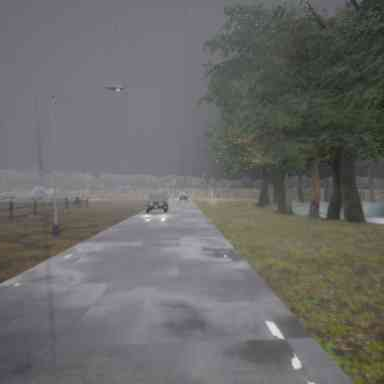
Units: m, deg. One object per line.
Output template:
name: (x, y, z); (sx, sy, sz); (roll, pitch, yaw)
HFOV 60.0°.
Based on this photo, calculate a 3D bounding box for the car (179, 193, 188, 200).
car: (-2.062, 1.048, 80.681); (1.882, 1.535, 5.008); (-1, 0, -1)

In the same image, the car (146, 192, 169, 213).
car: (-3.636, 1.081, 35.576); (2.150, 2.045, 5.566); (-1, 0, -1)

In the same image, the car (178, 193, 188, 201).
car: (-1.788, 1.186, 70.270); (1.837, 1.490, 4.892); (-1, 0, -1)
